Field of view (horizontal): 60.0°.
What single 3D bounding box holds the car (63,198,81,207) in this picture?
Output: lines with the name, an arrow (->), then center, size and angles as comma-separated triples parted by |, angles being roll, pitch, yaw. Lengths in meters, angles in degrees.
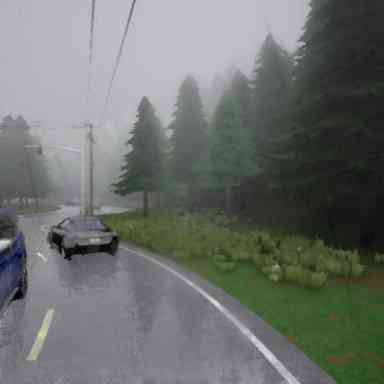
car -> -22.606, 2.109, 63.543 | 2.033, 1.411, 5.357 | 0, -1, -39

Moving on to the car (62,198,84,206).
car -> -25.547, 2.097, 71.169 | 5.008, 1.535, 1.882 | -1, 0, 36

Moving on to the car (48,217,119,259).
car -> -4.455, 1.684, 13.344 | 1.994, 1.385, 4.181 | 0, 0, -32

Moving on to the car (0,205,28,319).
car -> -4.180, 1.286, 5.485 | 2.150, 2.045, 5.566 | 0, 0, -19

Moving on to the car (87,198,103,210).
car -> -14.368, 1.954, 48.128 | 1.994, 1.385, 4.181 | 0, 0, -18
